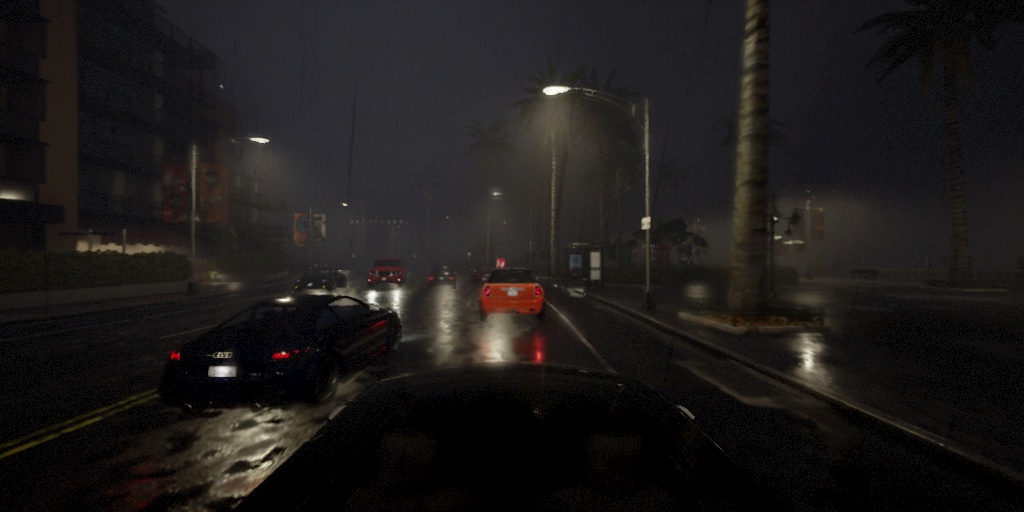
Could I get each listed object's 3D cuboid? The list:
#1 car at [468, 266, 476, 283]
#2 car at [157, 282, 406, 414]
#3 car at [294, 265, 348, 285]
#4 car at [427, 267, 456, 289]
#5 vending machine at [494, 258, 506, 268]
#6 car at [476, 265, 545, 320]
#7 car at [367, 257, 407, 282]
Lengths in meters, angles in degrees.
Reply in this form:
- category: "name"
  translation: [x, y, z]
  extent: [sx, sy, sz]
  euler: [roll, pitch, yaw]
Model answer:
- category: "car"
  translation: [-2.500, 1.494, 29.924]
  extent: [1.994, 1.385, 4.181]
  euler: [0, 0, -14]
- category: "car"
  translation: [-3.417, 1.344, 6.252]
  extent: [1.994, 1.385, 4.181]
  euler: [0, 0, 0]
- category: "car"
  translation: [-11.759, 1.445, 22.245]
  extent: [1.994, 1.385, 4.181]
  euler: [0, 0, -10]
- category: "car"
  translation: [-4.808, 1.444, 24.590]
  extent: [2.033, 1.411, 5.357]
  euler: [0, 0, -11]
- category: "vending machine"
  translation: [-1.462, 1.246, 48.698]
  extent: [1.100, 2.100, 0.880]
  euler: [0, 0, -27]
- category: "car"
  translation: [-0.073, 1.176, 13.163]
  extent: [2.097, 1.767, 4.553]
  euler: [0, 0, -3]
- category: "car"
  translation: [-8.801, 1.125, 25.698]
  extent: [2.150, 2.045, 5.566]
  euler: [0, 0, -12]
